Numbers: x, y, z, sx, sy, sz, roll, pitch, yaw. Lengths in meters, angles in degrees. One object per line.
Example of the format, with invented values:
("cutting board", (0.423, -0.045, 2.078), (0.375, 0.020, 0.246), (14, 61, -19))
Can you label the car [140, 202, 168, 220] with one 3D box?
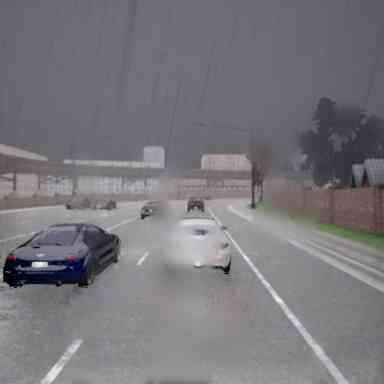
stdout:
("car", (-3.163, 1.525, 28.301), (2.033, 1.411, 5.357), (0, 0, 1))

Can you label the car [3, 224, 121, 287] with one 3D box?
("car", (-3.340, 1.576, 9.377), (1.994, 1.385, 4.181), (0, 0, 1))

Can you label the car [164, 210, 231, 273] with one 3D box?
("car", (0.172, 1.537, 10.604), (1.812, 1.442, 4.674), (0, 0, 1))

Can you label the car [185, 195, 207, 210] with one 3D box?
("car", (0.448, 1.462, 38.883), (1.837, 1.490, 4.892), (0, 0, 1))

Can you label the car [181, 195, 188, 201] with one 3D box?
("car", (-0.669, 1.407, 78.787), (1.812, 1.442, 4.674), (-1, 0, 38))

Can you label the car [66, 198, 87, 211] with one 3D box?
("car", (-13.603, 1.455, 40.293), (1.837, 1.490, 4.892), (0, 0, 2))

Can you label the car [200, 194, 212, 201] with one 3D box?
("car", (2.709, 1.183, 77.407), (2.097, 1.767, 4.553), (-1, 0, 38))

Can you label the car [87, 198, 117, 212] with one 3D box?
("car", (-10.154, 1.445, 38.897), (2.128, 1.511, 4.902), (0, 0, 2))
